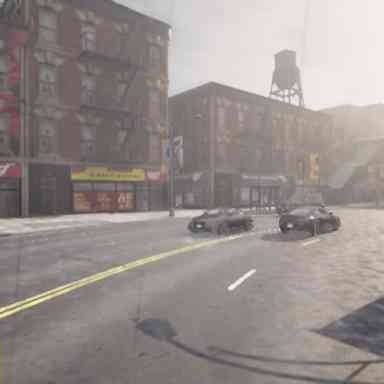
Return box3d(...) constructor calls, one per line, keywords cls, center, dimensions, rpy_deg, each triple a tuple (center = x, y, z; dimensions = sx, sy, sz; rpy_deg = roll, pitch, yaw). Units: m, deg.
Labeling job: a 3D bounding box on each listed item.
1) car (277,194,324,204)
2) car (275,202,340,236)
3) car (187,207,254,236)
box3d(cls="car", center=(10.116, 1.166, 30.904), dimensions=(5.566, 2.045, 2.150), rpy_deg=(0, 0, -39))
box3d(cls="car", center=(6.461, 1.493, 18.159), dimensions=(1.812, 1.442, 4.674), rpy_deg=(0, 0, 44))
box3d(cls="car", center=(1.643, 1.529, 18.262), dimensions=(1.994, 1.385, 4.181), rpy_deg=(0, 0, 40))
